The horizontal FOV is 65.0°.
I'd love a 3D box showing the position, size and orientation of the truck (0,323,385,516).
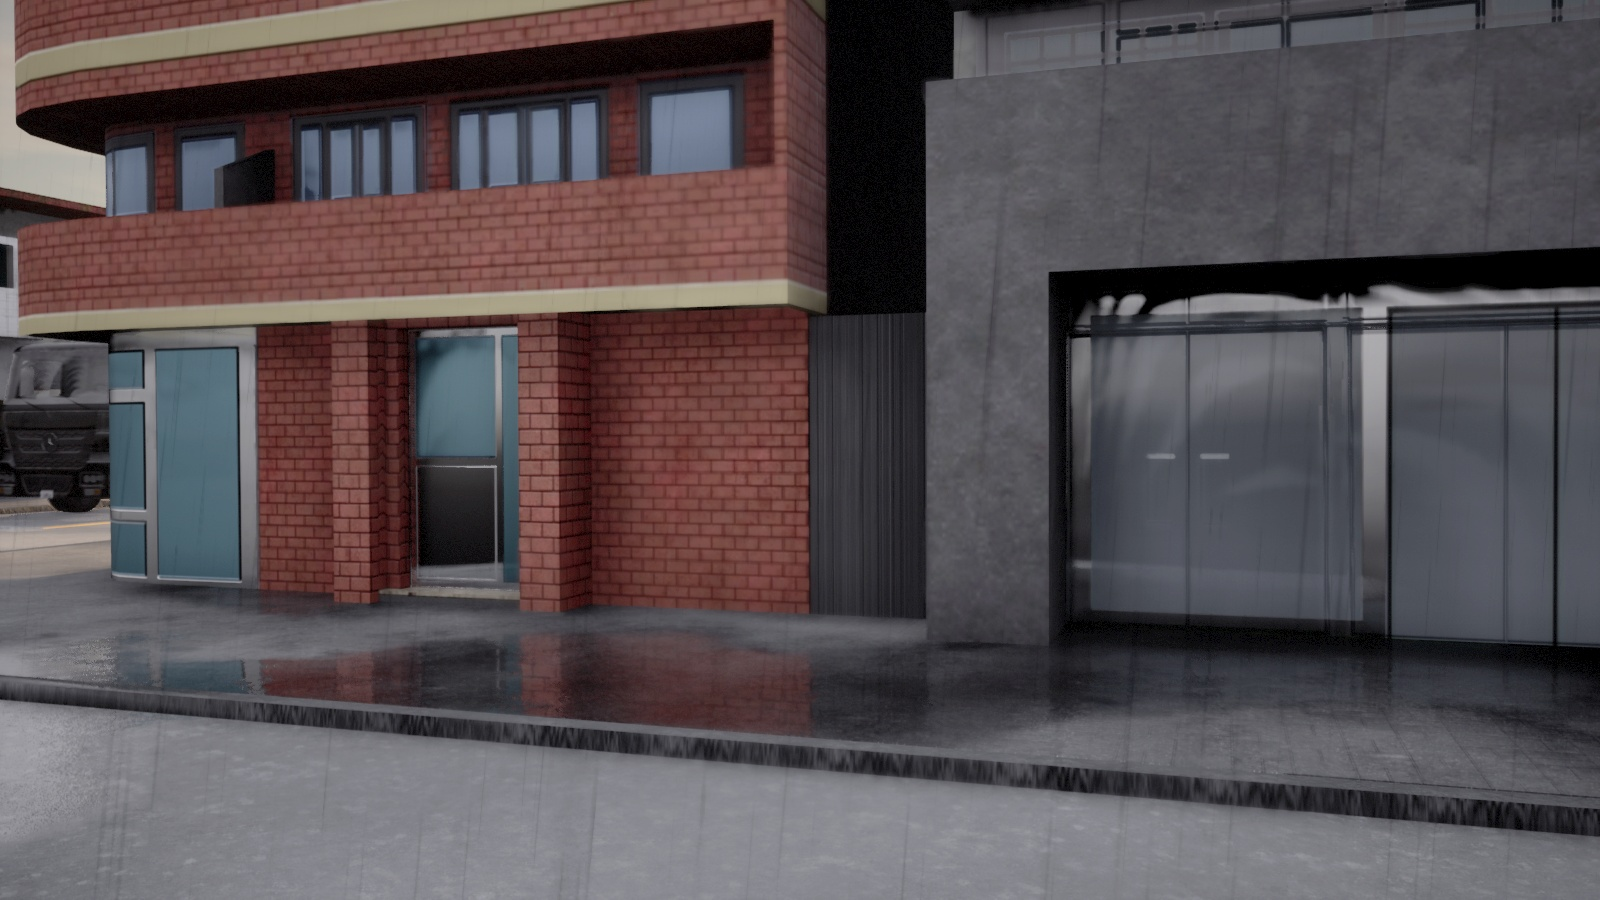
[{"bbox_3d":[-12.591,-0.613,26.790,2.891,3.462,7.936,0,1,18],"label":"truck"}]
